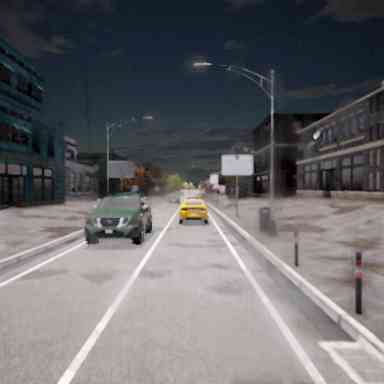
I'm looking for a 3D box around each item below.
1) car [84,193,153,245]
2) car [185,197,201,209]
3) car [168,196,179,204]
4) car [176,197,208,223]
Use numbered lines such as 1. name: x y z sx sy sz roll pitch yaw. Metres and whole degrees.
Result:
1. car: -3.099 1.096 15.177 2.150 2.045 5.566 0 1 0
2. car: 0.104 1.347 41.964 1.994 1.385 4.181 0 0 0
3. car: -3.038 1.378 57.428 2.128 1.511 4.902 0 0 1
4. car: 0.102 1.268 23.643 1.882 1.535 5.008 0 1 0
